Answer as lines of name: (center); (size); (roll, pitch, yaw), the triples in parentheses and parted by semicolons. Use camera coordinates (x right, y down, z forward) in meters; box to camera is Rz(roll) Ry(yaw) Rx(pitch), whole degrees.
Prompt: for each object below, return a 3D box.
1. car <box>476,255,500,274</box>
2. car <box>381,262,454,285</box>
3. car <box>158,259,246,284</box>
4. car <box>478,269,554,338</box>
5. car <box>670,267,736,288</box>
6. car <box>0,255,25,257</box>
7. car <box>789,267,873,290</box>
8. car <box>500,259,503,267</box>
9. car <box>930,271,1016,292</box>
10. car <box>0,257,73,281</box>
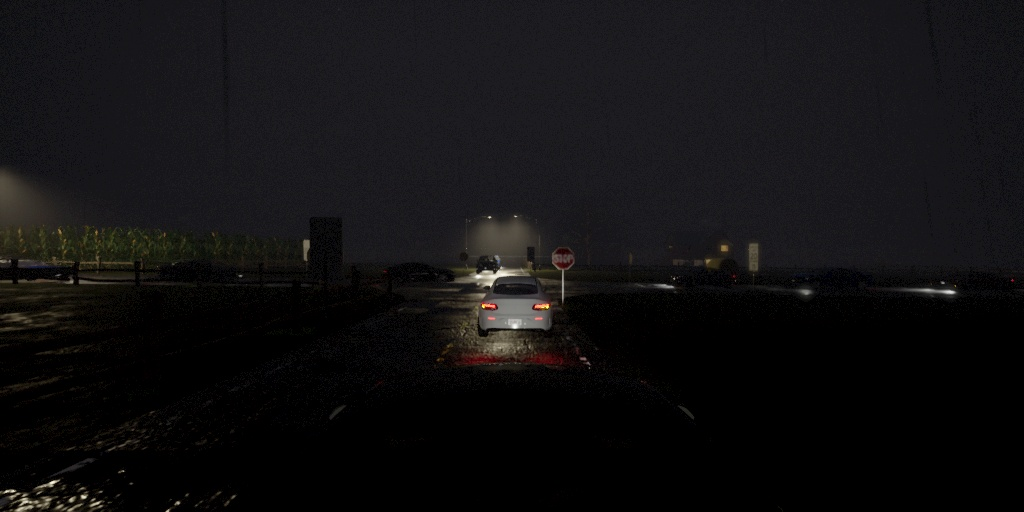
car: (-2.815, 0.952, 41.158); (2.150, 2.045, 5.566); (0, 0, 0)
car: (-6.452, 1.168, 24.831); (4.892, 1.490, 1.837); (0, 2, -21)
car: (-20.165, 0.983, 23.448); (4.902, 1.511, 2.128); (1, 1, 1)
car: (0.136, 1.272, 10.103); (1.812, 1.442, 4.674); (0, 0, 2)
car: (13.671, 1.490, 25.778); (4.181, 1.385, 1.994); (1, 1, 1)
car: (-38.180, 0.699, 26.724); (4.892, 1.490, 1.837); (1, 1, 1)
car: (22.661, 1.535, 25.619); (5.008, 1.535, 1.882); (1, 1, 1)
car: (-2.802, 0.944, 51.661); (2.150, 2.045, 5.566); (0, 0, 0)
car: (32.621, 1.772, 25.435); (4.181, 1.385, 1.994); (1, 1, 1)
car: (-32.049, 0.924, 23.667); (4.718, 1.301, 1.895); (1, 1, 1)
